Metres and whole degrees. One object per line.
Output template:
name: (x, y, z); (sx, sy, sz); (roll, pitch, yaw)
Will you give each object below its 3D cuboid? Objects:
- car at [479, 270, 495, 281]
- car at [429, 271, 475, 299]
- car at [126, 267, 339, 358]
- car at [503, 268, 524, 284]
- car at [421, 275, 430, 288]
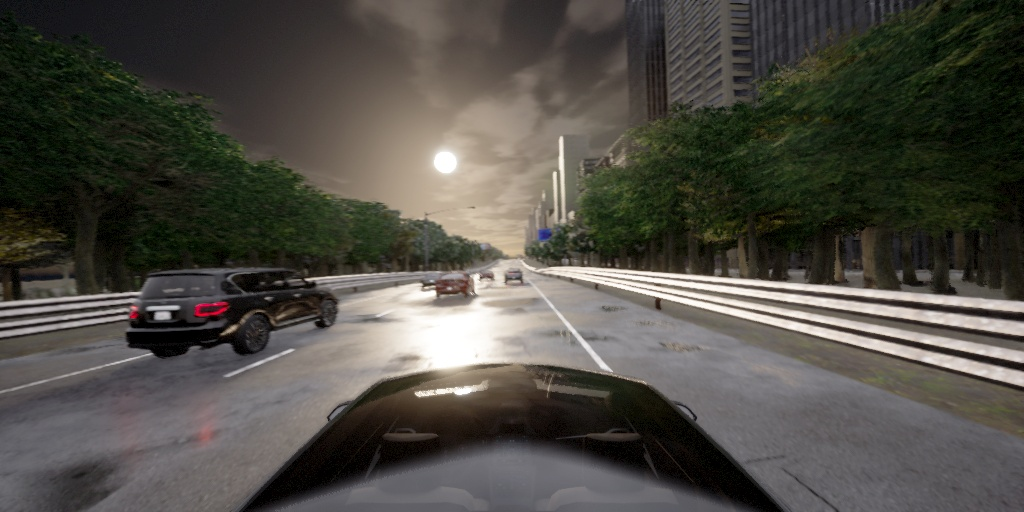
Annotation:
car: (-3.249, 2.539, 47.237); (1.895, 1.301, 4.718); (-2, -2, 0)
car: (-3.417, 1.687, 22.166); (1.882, 1.535, 5.008); (-2, -1, 0)
car: (-6.998, 1.327, 9.883); (2.150, 2.045, 5.566); (-2, -1, 0)
car: (0.170, 1.946, 36.401); (2.128, 1.511, 4.902); (-2, -2, 0)
car: (-6.845, 2.149, 32.625); (1.994, 1.385, 4.181); (-2, -2, 0)
